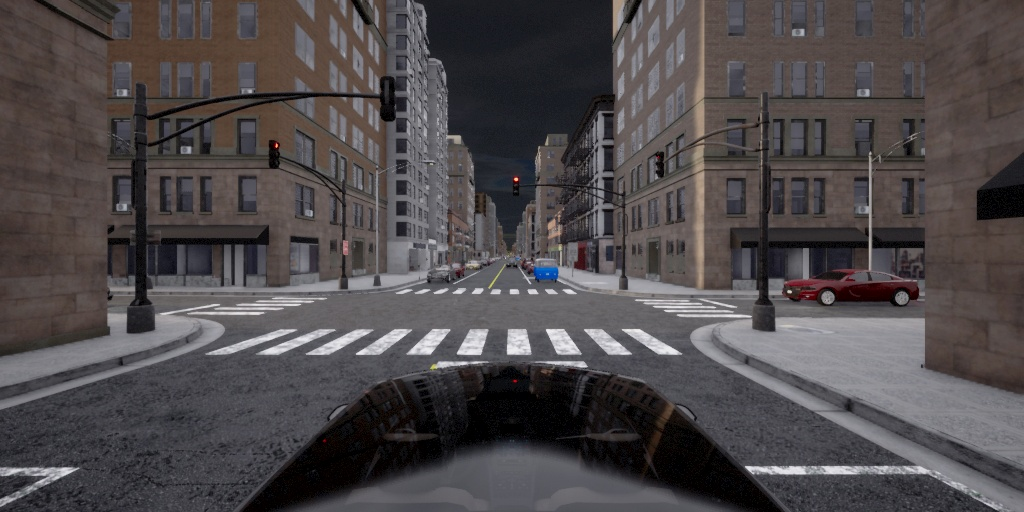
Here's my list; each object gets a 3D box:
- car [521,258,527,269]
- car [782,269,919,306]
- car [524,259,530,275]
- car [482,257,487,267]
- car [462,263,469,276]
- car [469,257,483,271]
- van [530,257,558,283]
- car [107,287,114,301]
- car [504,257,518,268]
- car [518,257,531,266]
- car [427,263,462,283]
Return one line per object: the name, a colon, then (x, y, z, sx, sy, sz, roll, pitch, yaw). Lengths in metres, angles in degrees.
car: (2.542, 1.326, 50.708, 1.802, 1.307, 4.207, 0, 0, 0)
car: (14.788, 1.326, 15.848, 5.008, 1.535, 1.882, 0, 0, 1)
car: (2.564, 1.330, 39.345, 1.802, 1.307, 4.207, 0, 0, 0)
car: (-5.494, 1.305, 56.368, 1.948, 1.339, 4.313, 0, 0, 0)
car: (-5.450, 1.293, 33.640, 1.888, 1.381, 4.507, 0, 0, 0)
car: (-5.483, 1.269, 50.516, 1.751, 1.417, 4.829, 0, 0, 0)
van: (2.586, 1.089, 27.982, 1.690, 1.789, 3.998, 0, 0, 0)
car: (-17.752, 1.198, 12.787, 5.357, 1.411, 2.033, 0, 0, 0)
car: (-0.015, 1.338, 59.645, 1.895, 1.301, 4.718, 0, 0, 0)
car: (2.531, 1.054, 56.390, 2.192, 1.841, 5.009, 0, 0, 0)
car: (-5.439, 1.299, 27.958, 2.007, 1.370, 4.403, 0, 0, 0)
